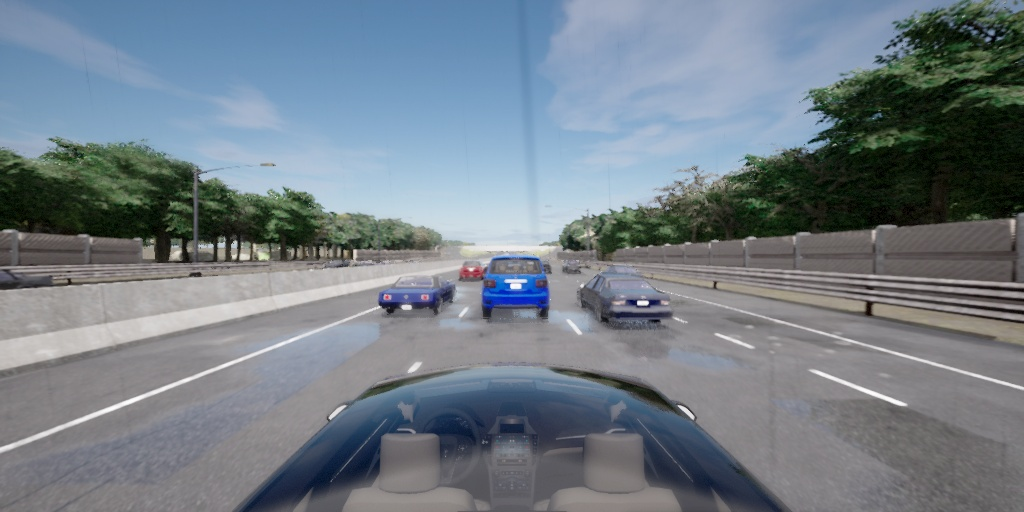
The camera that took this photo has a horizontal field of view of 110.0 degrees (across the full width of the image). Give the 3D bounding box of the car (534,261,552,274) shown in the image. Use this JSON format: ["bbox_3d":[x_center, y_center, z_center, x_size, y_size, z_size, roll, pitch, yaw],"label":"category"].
[{"bbox_3d":[3.697,1.350,43.569,1.837,1.490,4.892,0,0,1],"label":"car"}]

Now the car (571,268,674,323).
[{"bbox_3d":[3.516,1.312,12.120,2.033,1.411,5.357,0,0,0],"label":"car"}]

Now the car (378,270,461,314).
[{"bbox_3d":[-3.378,1.367,13.771,1.895,1.301,4.718,0,0,0],"label":"car"}]

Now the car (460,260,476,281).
[{"bbox_3d":[-3.295,1.160,31.326,2.097,1.767,4.553,0,0,0],"label":"car"}]

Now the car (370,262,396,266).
[{"bbox_3d":[-17.317,1.456,49.286,1.895,1.301,4.718,0,0,1],"label":"car"}]

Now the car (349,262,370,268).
[{"bbox_3d":[-20.789,1.460,51.136,1.895,1.301,4.718,0,0,1],"label":"car"}]

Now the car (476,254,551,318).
[{"bbox_3d":[0.120,0.987,13.205,2.150,2.045,5.566,0,0,0],"label":"car"}]

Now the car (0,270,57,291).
[{"bbox_3d":[-24.426,1.314,16.070,2.033,1.411,5.357,0,0,-1],"label":"car"}]

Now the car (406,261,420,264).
[{"bbox_3d":[-13.802,1.423,50.302,1.994,1.385,4.181,0,0,1],"label":"car"}]

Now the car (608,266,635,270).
[{"bbox_3d":[7.107,1.337,23.677,2.033,1.411,5.357,0,0,1],"label":"car"}]

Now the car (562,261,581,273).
[{"bbox_3d":[7.302,1.338,44.253,2.128,1.511,4.902,0,0,1],"label":"car"}]

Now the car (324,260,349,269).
[{"bbox_3d":[-24.299,1.360,50.121,1.837,1.490,4.892,0,0,1],"label":"car"}]
